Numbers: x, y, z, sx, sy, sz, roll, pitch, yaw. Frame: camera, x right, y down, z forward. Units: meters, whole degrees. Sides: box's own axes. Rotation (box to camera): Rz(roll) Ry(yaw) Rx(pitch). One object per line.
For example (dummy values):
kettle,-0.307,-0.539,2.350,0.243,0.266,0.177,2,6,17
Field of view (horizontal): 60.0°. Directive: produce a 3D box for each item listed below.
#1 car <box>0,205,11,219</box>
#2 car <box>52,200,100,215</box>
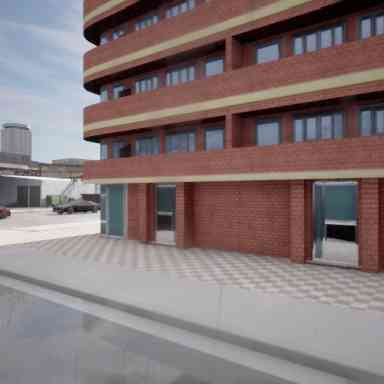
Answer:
car,-17.040,1.564,26.903,1.994,1.385,4.181,0,0,34
car,-11.730,1.547,34.630,2.033,1.411,5.357,0,0,34
